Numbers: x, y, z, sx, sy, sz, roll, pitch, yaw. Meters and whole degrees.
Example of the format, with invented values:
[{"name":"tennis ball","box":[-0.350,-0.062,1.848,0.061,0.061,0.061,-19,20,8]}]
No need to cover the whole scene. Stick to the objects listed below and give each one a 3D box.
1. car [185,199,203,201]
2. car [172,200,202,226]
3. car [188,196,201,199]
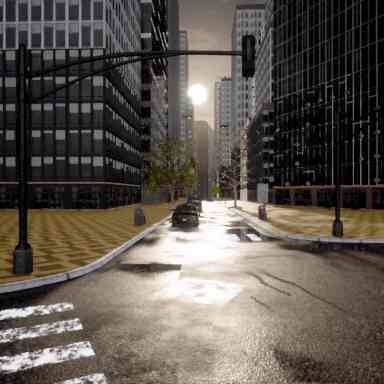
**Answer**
[{"name":"car","box":[-0.056,1.777,35.621,1.812,1.442,4.674,0,0,2]},{"name":"car","box":[-0.427,1.654,25.409,1.882,1.535,5.008,0,0,2]},{"name":"car","box":[0.328,1.554,46.274,2.150,2.045,5.566,0,0,2]}]
